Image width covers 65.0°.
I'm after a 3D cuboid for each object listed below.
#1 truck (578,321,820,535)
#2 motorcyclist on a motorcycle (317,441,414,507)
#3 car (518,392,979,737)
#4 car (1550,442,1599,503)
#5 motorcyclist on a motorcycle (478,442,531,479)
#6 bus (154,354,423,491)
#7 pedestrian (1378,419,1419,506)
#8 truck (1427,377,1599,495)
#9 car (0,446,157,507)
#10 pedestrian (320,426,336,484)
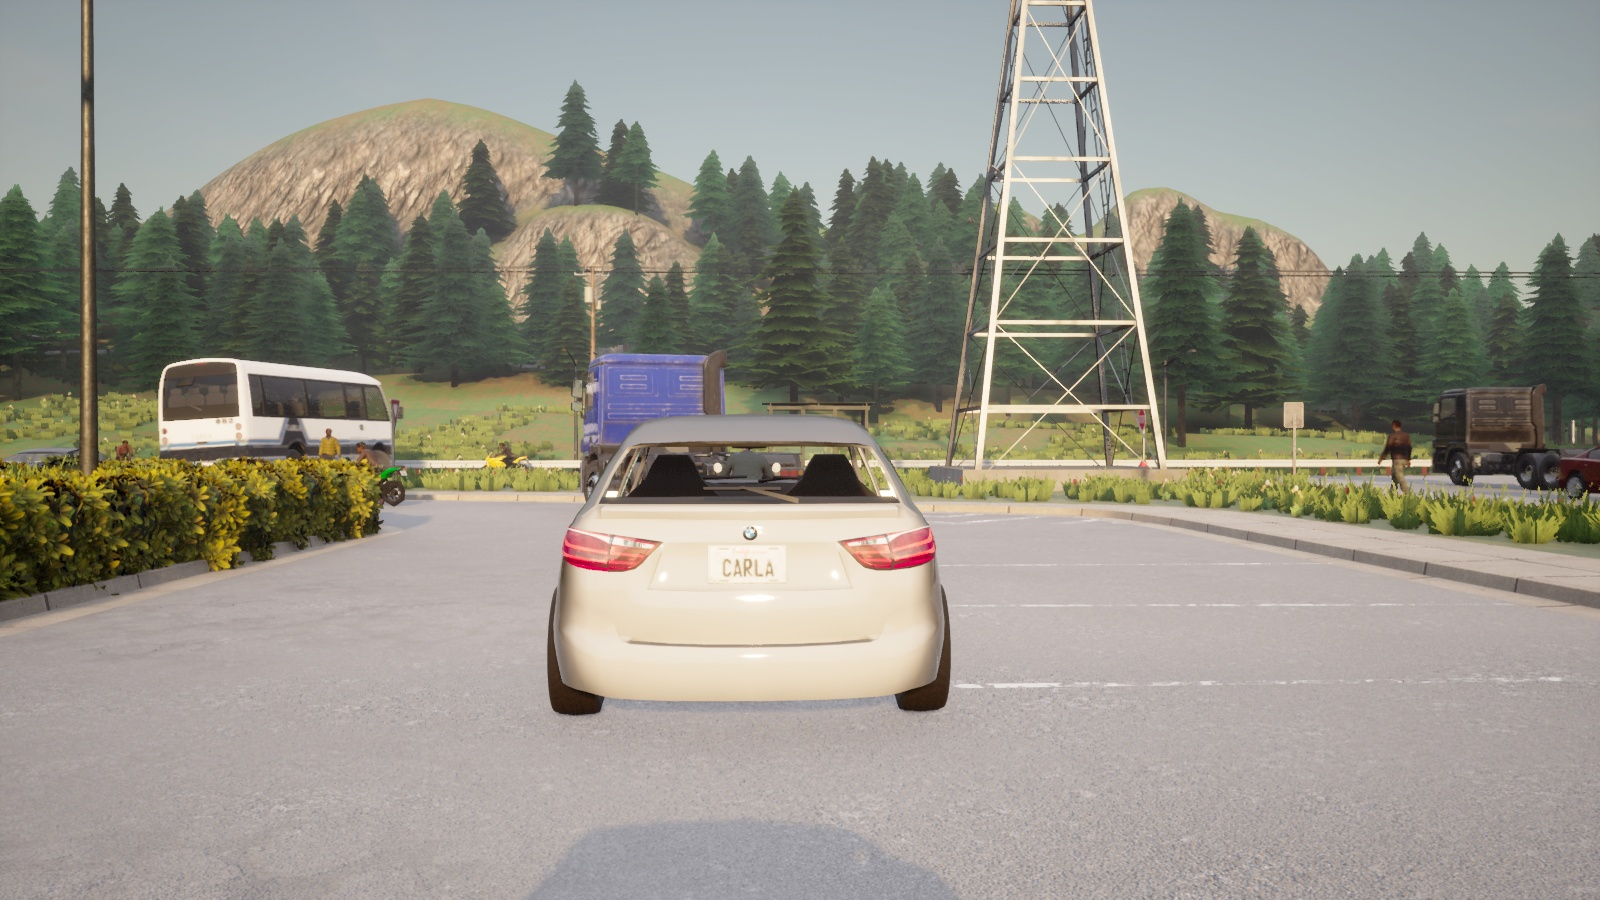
[{"bbox_3d":[-2.298,-0.376,24.568,2.891,3.462,7.936,0,0,-19],"label":"truck"},{"bbox_3d":[-10.298,0.552,29.798,2.044,1.523,0.797,0,0,9],"label":"motorcyclist on a motorcycle"},{"bbox_3d":[-0.339,0.543,8.422,2.242,1.667,4.611,0,0,-2],"label":"car"},{"bbox_3d":[20.955,0.567,30.852,1.882,1.535,5.008,0,0,-3],"label":"car"},{"bbox_3d":[-12.365,0.422,52.617,2.044,1.523,0.797,0,0,-2],"label":"motorcyclist on a motorcycle"},{"bbox_3d":[-18.241,-0.904,45.977,3.944,4.253,10.273,-3,0,11],"label":"bus"},{"bbox_3d":[12.914,0.259,27.118,0.431,1.840,0.703,0,0,-19],"label":"pedestrian"},{"bbox_3d":[23.963,-0.444,40.824,2.891,3.462,7.936,0,1,-3],"label":"truck"},{"bbox_3d":[-18.571,0.599,31.793,2.033,1.411,5.357,0,0,-3],"label":"car"},{"bbox_3d":[-15.040,0.164,40.028,0.370,1.835,0.726,0,0,-11],"label":"pedestrian"}]
